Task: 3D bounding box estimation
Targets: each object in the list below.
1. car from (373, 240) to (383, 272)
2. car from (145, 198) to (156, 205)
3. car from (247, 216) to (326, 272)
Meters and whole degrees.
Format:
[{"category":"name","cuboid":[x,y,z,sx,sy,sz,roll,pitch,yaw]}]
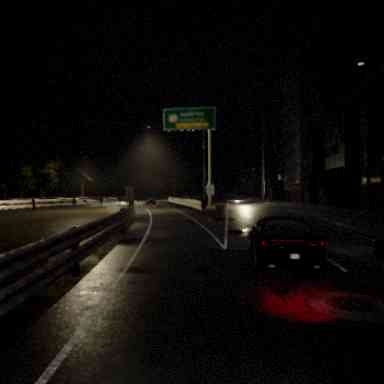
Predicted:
[{"category":"car","cuboid":[6.096,1.616,7.761,1.895,1.301,4.718,0,0,6]},{"category":"car","cuboid":[-7.808,1.830,62.812,1.895,1.301,4.718,0,0,-9]},{"category":"car","cuboid":[2.941,1.533,11.110,1.882,1.535,5.008,0,0,6]}]
